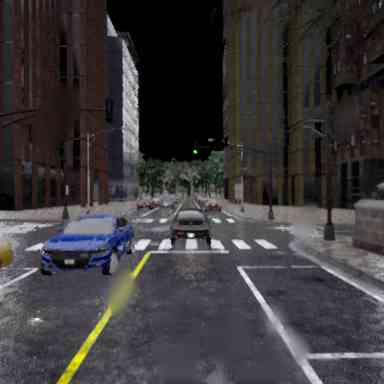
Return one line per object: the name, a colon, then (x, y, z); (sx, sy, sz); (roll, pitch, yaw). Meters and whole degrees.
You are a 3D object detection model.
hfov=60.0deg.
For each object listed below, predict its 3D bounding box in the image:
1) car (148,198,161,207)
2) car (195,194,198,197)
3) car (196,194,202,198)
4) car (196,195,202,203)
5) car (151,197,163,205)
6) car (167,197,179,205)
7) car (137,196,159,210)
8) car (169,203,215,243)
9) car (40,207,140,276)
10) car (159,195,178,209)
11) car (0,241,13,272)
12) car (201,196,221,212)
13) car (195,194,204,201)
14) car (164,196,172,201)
car: (-6.293, 1.711, 55.754); (1.802, 1.307, 4.206); (0, 0, -1)
car: (2.075, 1.644, 72.317); (1.752, 1.417, 4.829); (0, 0, -1)
car: (2.180, 1.640, 61.273); (1.887, 1.381, 4.507); (0, 0, -1)
car: (2.232, 1.635, 55.835); (2.008, 1.369, 4.403); (0, 0, -1)
car: (-6.343, 1.665, 61.022); (1.752, 1.417, 4.829); (0, 0, -1)
car: (-3.626, 1.694, 63.680); (1.994, 1.385, 4.181); (0, 0, 0)
car: (-6.191, 1.423, 44.880); (2.192, 1.841, 5.009); (0, 0, -1)
car: (-0.057, 1.561, 16.509); (1.837, 1.490, 4.892); (1, 0, 0)
car: (-3.103, 1.486, 10.852); (1.882, 1.535, 5.008); (0, 0, -1)
car: (-3.518, 1.591, 47.246); (2.128, 1.511, 4.902); (0, 0, 0)
car: (-5.832, 1.567, 7.303); (1.752, 1.417, 4.829); (0, 0, -1)
car: (2.386, 1.493, 39.523); (1.967, 1.590, 4.097); (0, 0, -1)
car: (1.919, 1.469, 88.459); (2.192, 1.841, 5.009); (0, 0, -1)
car: (-6.655, 1.778, 93.815); (1.947, 1.339, 4.313); (0, 0, -1)
